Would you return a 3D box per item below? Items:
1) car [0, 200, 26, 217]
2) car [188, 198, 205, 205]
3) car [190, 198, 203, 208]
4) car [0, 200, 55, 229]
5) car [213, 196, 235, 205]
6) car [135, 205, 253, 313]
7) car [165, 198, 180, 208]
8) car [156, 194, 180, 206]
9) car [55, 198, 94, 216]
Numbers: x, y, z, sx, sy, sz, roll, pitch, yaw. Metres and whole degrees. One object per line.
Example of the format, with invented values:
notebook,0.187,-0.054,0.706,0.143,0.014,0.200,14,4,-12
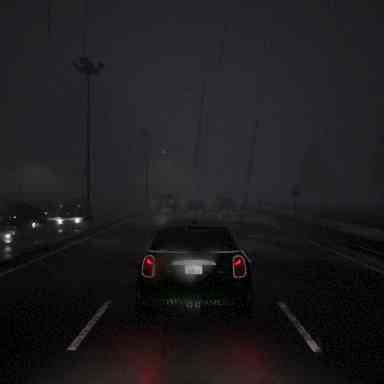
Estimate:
car,-18.116,1.526,32.114,1.812,1.442,4.674,0,0,1
car,0.506,1.491,40.206,2.128,1.511,4.902,0,0,1
car,0.629,1.601,50.548,1.895,1.301,4.718,0,0,1
car,-11.254,1.492,21.810,2.128,1.511,4.902,0,0,1
car,4.006,1.352,40.178,2.097,1.767,4.553,0,0,1
car,0.060,1.352,7.812,2.097,1.767,4.553,0,0,1
car,-2.883,1.564,50.185,1.994,1.385,4.181,0,0,1
car,-3.011,1.221,39.594,2.150,2.045,5.566,0,0,1
car,-11.116,1.352,32.051,2.097,1.767,4.553,0,0,1
